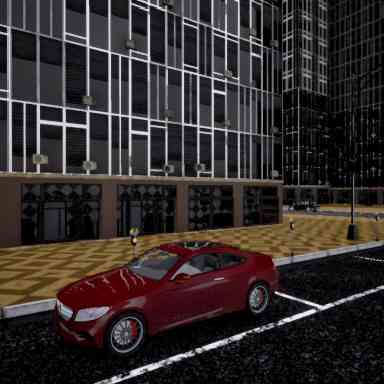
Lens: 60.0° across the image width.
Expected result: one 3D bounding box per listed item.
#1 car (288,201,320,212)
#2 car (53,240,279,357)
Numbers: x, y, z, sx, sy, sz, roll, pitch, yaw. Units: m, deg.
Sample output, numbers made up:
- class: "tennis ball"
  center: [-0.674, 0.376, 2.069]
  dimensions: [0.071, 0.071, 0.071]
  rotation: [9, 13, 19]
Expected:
- class: "car"
  center: [15.182, 1.899, 45.290]
  dimensions: [2.008, 1.369, 4.403]
  rotation: [-1, 0, -36]
- class: "car"
  center: [-0.209, 1.582, 5.951]
  dimensions: [4.206, 1.307, 1.802]
  rotation: [0, 0, -35]
